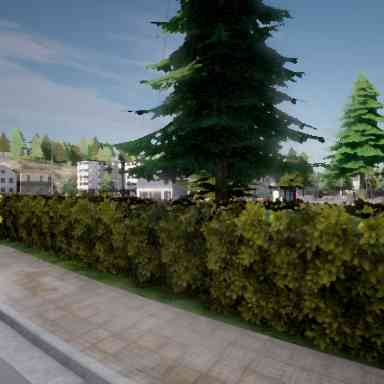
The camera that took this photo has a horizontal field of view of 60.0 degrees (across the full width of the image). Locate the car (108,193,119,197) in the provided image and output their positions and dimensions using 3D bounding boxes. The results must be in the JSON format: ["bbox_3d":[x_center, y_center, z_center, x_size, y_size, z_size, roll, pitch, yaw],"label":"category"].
[{"bbox_3d":[-15.238,1.097,70.372,4.605,1.855,1.932,0,0,-45],"label":"car"}]

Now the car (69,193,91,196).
[{"bbox_3d":[-26.519,1.153,81.299,5.027,1.636,2.152,0,0,-45],"label":"car"}]

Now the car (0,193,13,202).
[{"bbox_3d":[-41.134,1.097,71.377,4.605,1.855,1.932,0,0,-45],"label":"car"}]

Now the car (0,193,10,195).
[{"bbox_3d":[-23.156,1.330,40.980,5.027,1.636,2.152,0,0,-45],"label":"car"}]

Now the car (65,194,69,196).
[{"bbox_3d":[-31.240,1.232,85.657,3.806,1.475,1.970,0,0,-45],"label":"car"}]

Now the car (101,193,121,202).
[{"bbox_3d":[-17.566,1.077,72.159,3.866,1.878,1.905,0,0,-45],"label":"car"}]

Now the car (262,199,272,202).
[{"bbox_3d":[9.874,1.478,44.379,5.008,1.535,1.882,0,0,-45],"label":"car"}]

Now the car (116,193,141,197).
[{"bbox_3d":[-9.719,1.384,53.936,3.806,1.475,1.970,0,0,-45],"label":"car"}]
